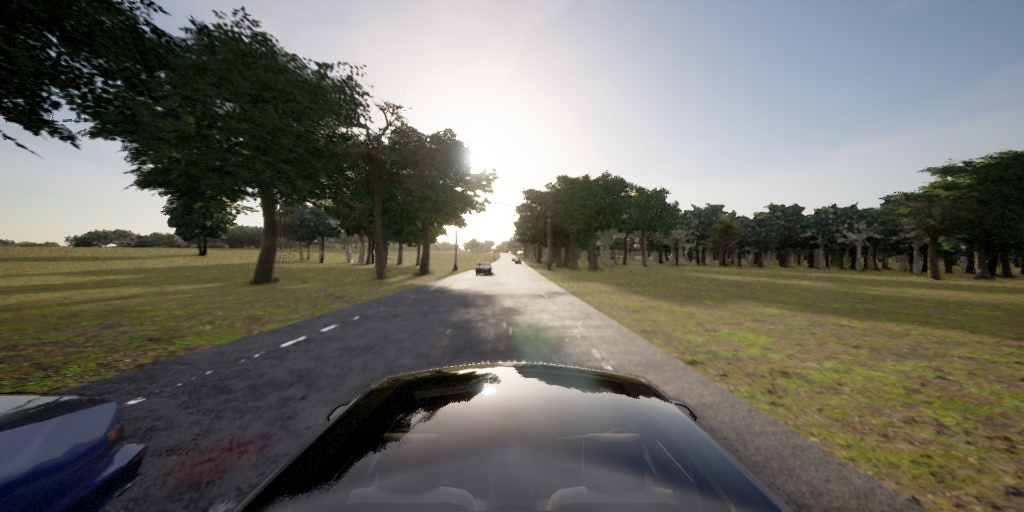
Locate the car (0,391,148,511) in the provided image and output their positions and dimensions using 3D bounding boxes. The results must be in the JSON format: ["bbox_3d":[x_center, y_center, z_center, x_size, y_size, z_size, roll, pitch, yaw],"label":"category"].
[{"bbox_3d":[-3.598,1.281,0.176,2.033,1.411,5.357,0,-1,0],"label":"car"}]

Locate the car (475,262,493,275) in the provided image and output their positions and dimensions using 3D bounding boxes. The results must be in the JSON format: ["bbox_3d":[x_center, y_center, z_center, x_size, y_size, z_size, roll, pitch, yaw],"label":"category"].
[{"bbox_3d":[-3.369,1.498,43.753,1.882,1.535,5.008,0,-1,1],"label":"car"}]
